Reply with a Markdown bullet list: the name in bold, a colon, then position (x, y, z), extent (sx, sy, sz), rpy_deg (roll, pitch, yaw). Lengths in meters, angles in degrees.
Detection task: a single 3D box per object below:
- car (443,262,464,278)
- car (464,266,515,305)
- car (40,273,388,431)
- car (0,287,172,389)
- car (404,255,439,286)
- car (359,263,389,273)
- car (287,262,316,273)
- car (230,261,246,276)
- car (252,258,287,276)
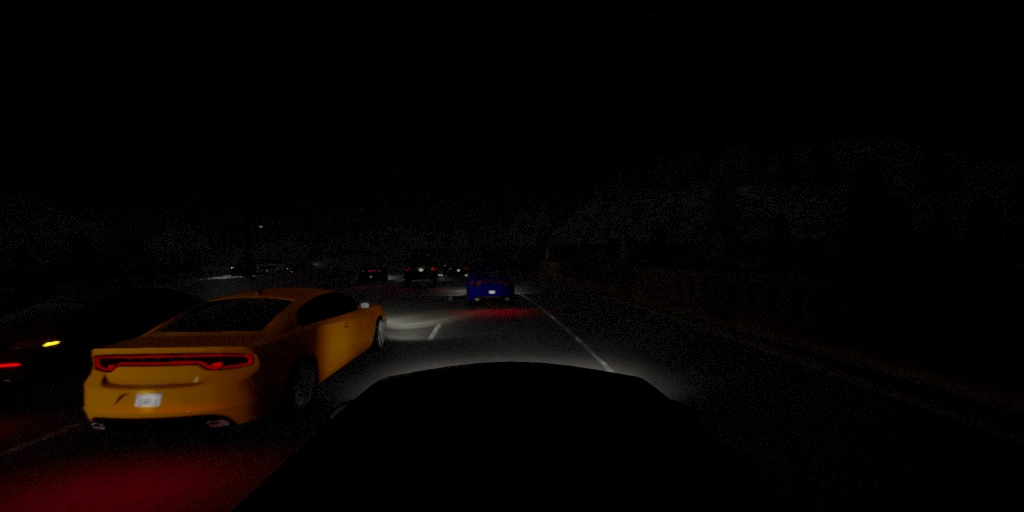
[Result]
- **car**: position (-5.483, 1.289, 34.618), extent (1.994, 1.385, 4.181), rpy_deg (-1, 0, -18)
- **car**: position (-1.066, 1.203, 15.921), extent (1.882, 1.535, 5.008), rpy_deg (0, 0, -8)
- **car**: position (-3.644, 1.249, 5.968), extent (1.882, 1.535, 5.008), rpy_deg (0, 0, -2)
- **car**: position (-7.194, 1.326, 6.886), extent (1.812, 1.442, 4.674), rpy_deg (0, 0, -3)
- **car**: position (-6.440, 0.979, 25.570), extent (2.150, 2.045, 5.566), rpy_deg (-1, 0, -13)
- **car**: position (-10.755, 1.292, 28.027), extent (2.128, 1.511, 4.902), rpy_deg (-1, 0, -15)
- **car**: position (-21.595, 1.417, 37.243), extent (1.837, 1.490, 4.892), rpy_deg (-1, 0, -23)
- **car**: position (-32.176, 1.398, 42.993), extent (2.097, 1.767, 4.553), rpy_deg (-1, 0, -29)
- **car**: position (-26.320, 1.195, 39.317), extent (2.150, 2.045, 5.566), rpy_deg (-1, 0, -25)
